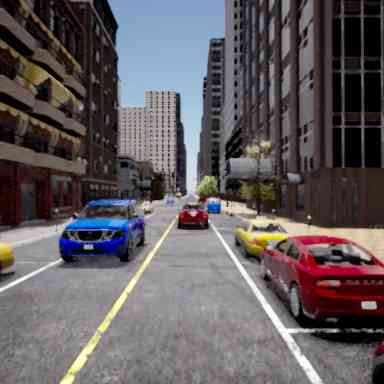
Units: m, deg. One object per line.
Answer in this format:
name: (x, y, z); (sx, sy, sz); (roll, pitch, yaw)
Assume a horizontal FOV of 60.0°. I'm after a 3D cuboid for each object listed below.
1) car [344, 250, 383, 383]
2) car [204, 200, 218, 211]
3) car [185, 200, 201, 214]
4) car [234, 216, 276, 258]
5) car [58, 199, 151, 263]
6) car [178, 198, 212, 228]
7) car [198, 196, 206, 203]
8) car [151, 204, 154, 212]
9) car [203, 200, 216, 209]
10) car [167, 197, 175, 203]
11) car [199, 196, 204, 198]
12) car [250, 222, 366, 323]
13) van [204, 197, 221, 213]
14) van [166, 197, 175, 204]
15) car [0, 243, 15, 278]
car: (2.689, 1.452, 1.621); (1.967, 1.590, 4.097); (0, 0, 0)
car: (2.673, 1.913, 47.097); (1.752, 1.417, 4.829); (0, -1, 0)
car: (0.085, 1.813, 41.142); (1.882, 1.535, 5.008); (0, -1, 0)
car: (2.685, 1.627, 13.114); (1.752, 1.417, 4.829); (0, 0, 0)
car: (-3.105, 1.320, 12.746); (2.150, 2.045, 5.566); (0, 0, 0)
car: (0.090, 1.545, 24.083); (2.097, 1.767, 4.553); (0, 0, 0)
car: (2.657, 2.129, 90.502); (2.192, 1.841, 5.009); (0, -1, 0)
car: (-5.705, 1.860, 41.090); (1.752, 1.417, 4.829); (0, 0, 0)
car: (2.671, 2.019, 52.589); (1.802, 1.307, 4.206); (0, -1, 0)
car: (-5.722, 2.254, 90.495); (1.967, 1.590, 4.097); (0, -1, 0)
car: (2.659, 2.072, 84.978); (2.192, 1.841, 5.009); (0, -1, 0)
car: (2.687, 1.600, 7.282); (1.887, 1.381, 4.507); (0, 0, 0)
van: (2.675, 1.678, 41.264); (1.690, 1.788, 3.998); (0, 0, 0)
van: (-5.721, 2.098, 84.972); (1.690, 1.788, 3.998); (0, -1, 0)
car: (-5.693, 1.579, 7.109); (1.752, 1.417, 4.829); (0, 0, 0)
